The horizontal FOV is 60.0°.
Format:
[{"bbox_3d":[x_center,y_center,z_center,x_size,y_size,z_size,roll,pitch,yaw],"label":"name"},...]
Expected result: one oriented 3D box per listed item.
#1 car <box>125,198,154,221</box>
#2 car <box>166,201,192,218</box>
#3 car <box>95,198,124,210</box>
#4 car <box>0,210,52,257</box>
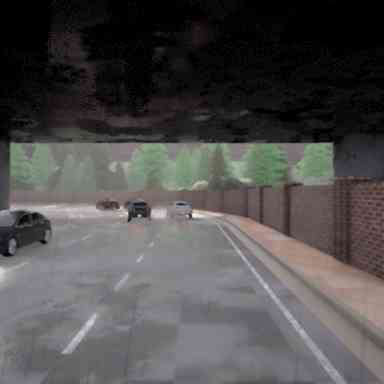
[{"bbox_3d":[-4.226,1.500,27.105,1.837,1.490,4.892,0,0,-8],"label":"car"},{"bbox_3d":[-1.190,1.521,29.821,1.812,1.442,4.674,0,0,-12],"label":"car"},{"bbox_3d":[-10.992,1.513,43.246,1.812,1.442,4.674,0,0,-36],"label":"car"},{"bbox_3d":[-7.126,1.499,12.996,1.837,1.490,4.892,0,0,0],"label":"car"}]
